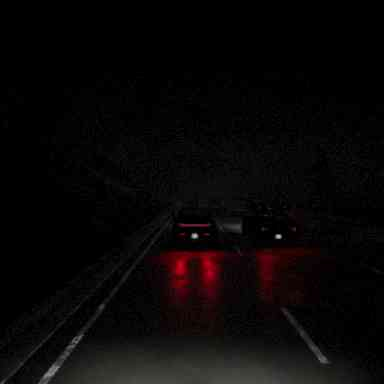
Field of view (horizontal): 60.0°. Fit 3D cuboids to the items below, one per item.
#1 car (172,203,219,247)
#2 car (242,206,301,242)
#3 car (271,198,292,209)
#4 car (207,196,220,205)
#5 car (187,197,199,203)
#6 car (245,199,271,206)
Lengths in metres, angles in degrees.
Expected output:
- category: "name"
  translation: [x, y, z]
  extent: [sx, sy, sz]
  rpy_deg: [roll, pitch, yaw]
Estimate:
- category: "car"
  translation: [0.104, 1.463, 14.993]
  extent: [2.128, 1.511, 4.902]
  rpy_deg: [0, 0, 0]
- category: "car"
  translation: [3.605, 1.571, 16.084]
  extent: [1.895, 1.301, 4.718]
  rpy_deg: [0, 0, 0]
- category: "car"
  translation: [10.605, 1.451, 40.114]
  extent: [1.812, 1.442, 4.674]
  rpy_deg: [0, 0, 0]
- category: "car"
  translation: [3.608, 1.403, 54.703]
  extent: [1.837, 1.490, 4.892]
  rpy_deg: [0, 0, 0]
- category: "car"
  translation: [0.111, 1.453, 51.070]
  extent: [2.033, 1.411, 5.357]
  rpy_deg: [0, 0, 0]
- category: "car"
  translation: [7.105, 1.457, 37.210]
  extent: [1.812, 1.442, 4.674]
  rpy_deg: [0, 0, 0]
